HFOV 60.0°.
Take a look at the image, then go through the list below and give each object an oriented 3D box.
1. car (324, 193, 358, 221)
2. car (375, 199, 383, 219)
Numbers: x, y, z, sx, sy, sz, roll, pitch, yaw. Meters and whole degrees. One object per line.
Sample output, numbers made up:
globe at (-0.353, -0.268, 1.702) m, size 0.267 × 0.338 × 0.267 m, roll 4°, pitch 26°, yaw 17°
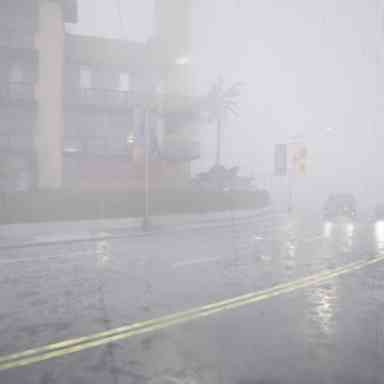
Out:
car at (12.149, 1.129, 26.973) m, size 2.150 × 2.045 × 5.566 m, roll 1°, pitch 0°, yaw 28°
car at (16.377, 1.516, 27.621) m, size 1.895 × 1.301 × 4.718 m, roll 0°, pitch 0°, yaw 25°
